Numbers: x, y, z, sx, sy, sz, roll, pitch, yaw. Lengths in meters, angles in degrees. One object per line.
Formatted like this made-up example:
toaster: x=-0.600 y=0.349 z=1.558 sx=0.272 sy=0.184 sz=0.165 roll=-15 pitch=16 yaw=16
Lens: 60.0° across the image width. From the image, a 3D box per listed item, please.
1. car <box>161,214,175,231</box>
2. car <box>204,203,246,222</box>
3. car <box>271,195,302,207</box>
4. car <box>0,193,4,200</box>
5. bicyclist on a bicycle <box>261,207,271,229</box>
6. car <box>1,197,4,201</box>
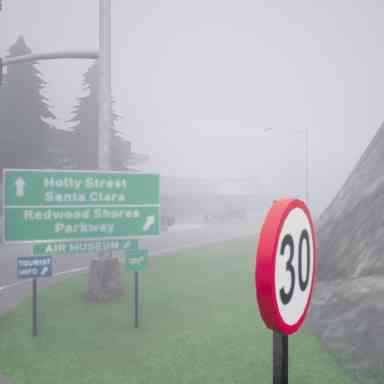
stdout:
car: x=-3.176 y=1.792 z=20.067 sx=1.895 sy=1.301 sz=4.718 roll=0 pitch=0 yaw=36
car: x=2.871 y=1.683 z=28.321 sx=2.128 sy=1.511 sz=4.902 roll=0 pitch=0 yaw=36
car: x=11.550 y=1.413 z=40.121 sx=2.150 sy=2.045 sz=5.566 roll=0 pitch=0 yaw=37
car: x=-38.345 y=1.489 z=70.143 sx=4.514 sy=1.523 sz=2.007 roll=0 pitch=0 yaw=35
bicyclist on a bicycle: x=4.641 y=1.643 z=18.728 sx=1.656 sy=1.620 sz=0.582 roll=0 pitch=0 yaw=36
car: x=-12.297 y=1.504 z=26.109 sx=1.905 sy=1.878 sz=3.866 roll=0 pitch=0 yaw=35
